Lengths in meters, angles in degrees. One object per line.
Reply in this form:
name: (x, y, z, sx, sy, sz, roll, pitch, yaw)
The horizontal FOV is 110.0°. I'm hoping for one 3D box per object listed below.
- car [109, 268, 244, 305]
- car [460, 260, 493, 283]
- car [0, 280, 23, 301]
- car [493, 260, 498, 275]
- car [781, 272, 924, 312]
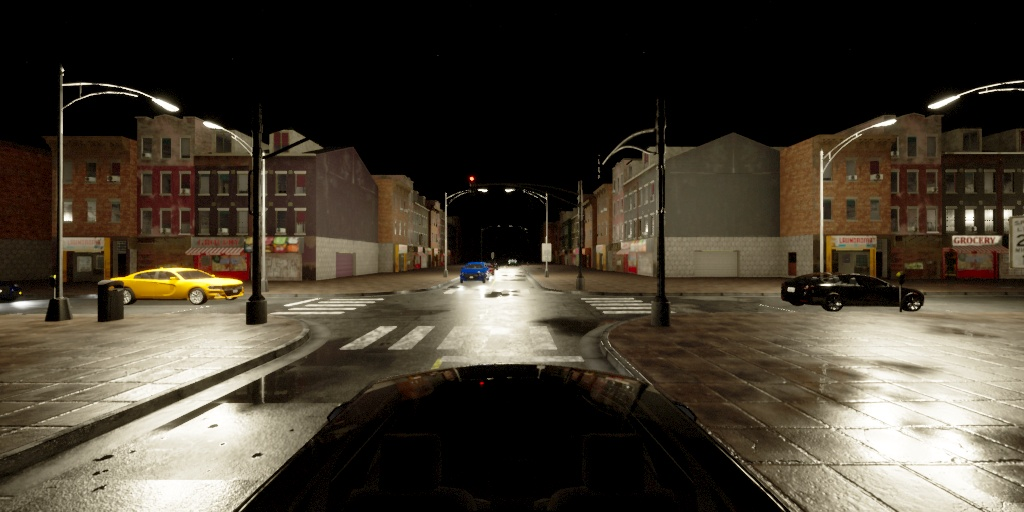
car: (-14.588, 1.271, 15.747, 5.008, 1.535, 1.882, 0, 0, 2)
car: (-2.825, 1.239, 27.938, 1.882, 1.535, 5.008, 0, 0, 1)
car: (-24.592, 1.392, 15.776, 4.181, 1.385, 1.994, 0, 0, 0)
car: (-2.836, 1.333, 37.889, 1.994, 1.385, 4.181, 0, 0, 0)
car: (12.358, 1.267, 13.195, 4.313, 1.339, 1.948, 0, 0, 0)
